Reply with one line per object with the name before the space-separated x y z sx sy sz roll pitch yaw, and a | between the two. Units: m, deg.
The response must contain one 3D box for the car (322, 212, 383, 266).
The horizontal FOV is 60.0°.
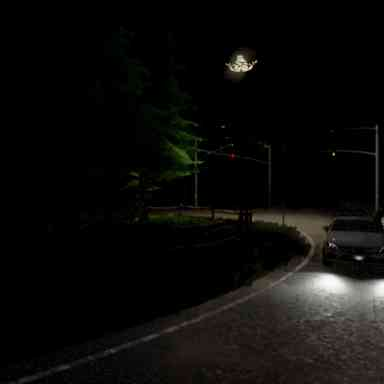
car | 5.469 1.524 11.189 1.812 1.442 4.674 0 0 24
